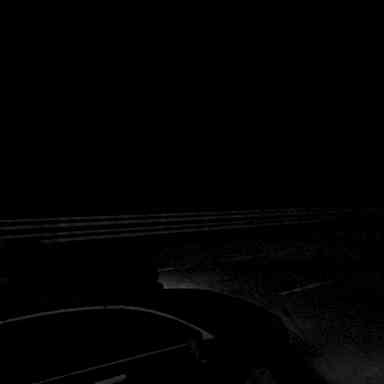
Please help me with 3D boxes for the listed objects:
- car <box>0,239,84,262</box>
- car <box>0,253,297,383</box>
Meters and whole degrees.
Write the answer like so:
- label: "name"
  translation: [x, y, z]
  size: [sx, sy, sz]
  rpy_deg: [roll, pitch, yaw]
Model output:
- label: "car"
  translation: [-3.199, 1.552, 5.762]
  size: [5.357, 1.411, 2.033]
  rpy_deg: [0, 0, -35]
- label: "car"
  translation: [-1.100, 1.509, 2.960]
  size: [4.892, 1.490, 1.837]
  rpy_deg: [0, 0, -35]
